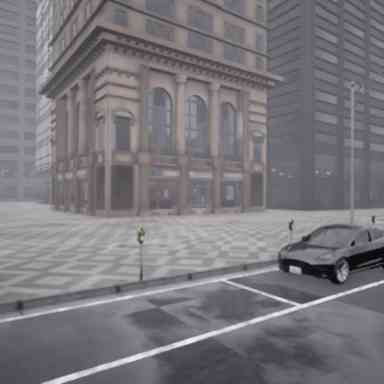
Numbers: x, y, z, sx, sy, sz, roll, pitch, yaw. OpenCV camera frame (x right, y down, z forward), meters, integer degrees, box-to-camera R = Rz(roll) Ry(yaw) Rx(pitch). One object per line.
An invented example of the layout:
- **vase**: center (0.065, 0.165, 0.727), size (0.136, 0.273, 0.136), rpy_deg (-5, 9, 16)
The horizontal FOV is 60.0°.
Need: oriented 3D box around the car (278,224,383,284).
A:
- **car**: center (4.431, 1.651, 9.814), size (4.313, 1.339, 1.947), rpy_deg (1, -1, -36)
